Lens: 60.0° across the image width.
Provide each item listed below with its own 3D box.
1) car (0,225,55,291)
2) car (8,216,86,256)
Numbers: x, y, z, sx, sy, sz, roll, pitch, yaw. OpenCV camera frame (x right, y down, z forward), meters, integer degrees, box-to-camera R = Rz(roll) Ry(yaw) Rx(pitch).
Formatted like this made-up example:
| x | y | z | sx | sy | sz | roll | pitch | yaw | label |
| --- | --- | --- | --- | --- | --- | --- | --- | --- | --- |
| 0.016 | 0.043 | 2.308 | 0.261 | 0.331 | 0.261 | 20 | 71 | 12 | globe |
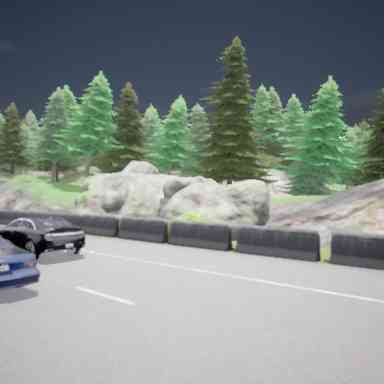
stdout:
| x | y | z | sx | sy | sz | roll | pitch | yaw | label |
| --- | --- | --- | --- | --- | --- | --- | --- | --- | --- |
| -5.972 | 1.678 | 8.571 | 5.357 | 1.411 | 2.033 | -1 | -1 | 38 | car |
| -6.215 | 1.707 | 13.216 | 4.902 | 1.511 | 2.128 | -1 | -2 | 38 | car |
